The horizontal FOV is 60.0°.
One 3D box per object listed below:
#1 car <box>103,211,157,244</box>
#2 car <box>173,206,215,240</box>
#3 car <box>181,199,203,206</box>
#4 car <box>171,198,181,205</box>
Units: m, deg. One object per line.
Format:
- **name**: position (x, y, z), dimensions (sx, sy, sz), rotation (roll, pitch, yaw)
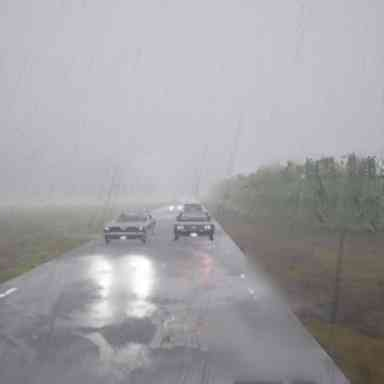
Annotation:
- **car**: position (-2.854, 1.611, 16.057), dimensions (1.895, 1.301, 4.718), rotation (0, 0, 0)
- **car**: position (0.091, 1.612, 17.045), dimensions (1.895, 1.301, 4.718), rotation (0, 0, 0)
- **car**: position (0.104, 1.507, 35.288), dimensions (1.882, 1.535, 5.008), rotation (0, 0, 0)
- **car**: position (-2.762, 1.714, 59.245), dimensions (1.895, 1.301, 4.718), rotation (0, 0, 0)
